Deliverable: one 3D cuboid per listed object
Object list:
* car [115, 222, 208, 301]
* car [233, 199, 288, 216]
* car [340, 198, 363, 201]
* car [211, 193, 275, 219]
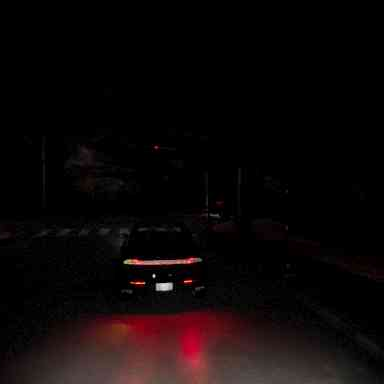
[{"bbox_3d":[-0.836,1.491,8.389,2.128,1.511,4.902,0,0,-8],"label":"car"},{"bbox_3d":[6.271,1.366,30.764,4.674,1.442,1.812,0,0,-12],"label":"car"},{"bbox_3d":[15.299,1.345,32.764,4.892,1.490,1.837,0,0,-12],"label":"car"},{"bbox_3d":[4.331,1.062,26.553,5.566,2.045,2.150,0,0,-13],"label":"car"}]
